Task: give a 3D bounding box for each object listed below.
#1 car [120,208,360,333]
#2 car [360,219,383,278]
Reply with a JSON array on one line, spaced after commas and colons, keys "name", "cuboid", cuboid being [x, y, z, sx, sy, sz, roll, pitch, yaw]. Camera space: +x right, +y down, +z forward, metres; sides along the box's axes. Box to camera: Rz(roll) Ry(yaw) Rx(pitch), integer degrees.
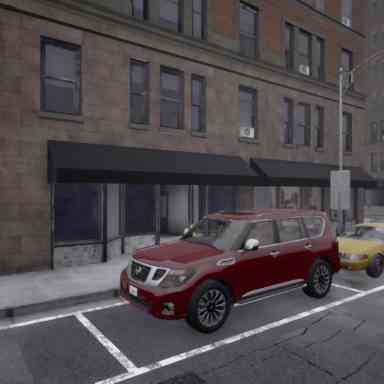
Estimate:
[{"name": "car", "cuboid": [1.077, 1.315, 6.963, 5.009, 1.841, 2.192, 0, 0, -35]}, {"name": "car", "cuboid": [5.564, 1.525, 10.157, 4.829, 1.417, 1.752, 0, 0, -35]}]
